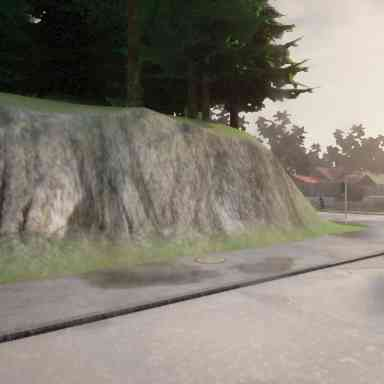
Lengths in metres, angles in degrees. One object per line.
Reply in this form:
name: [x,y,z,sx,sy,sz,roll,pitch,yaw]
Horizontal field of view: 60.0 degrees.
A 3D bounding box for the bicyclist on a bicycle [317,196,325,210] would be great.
bicyclist on a bicycle: [15.522,1.349,39.962,1.656,1.620,0.582,0,0,-36]
